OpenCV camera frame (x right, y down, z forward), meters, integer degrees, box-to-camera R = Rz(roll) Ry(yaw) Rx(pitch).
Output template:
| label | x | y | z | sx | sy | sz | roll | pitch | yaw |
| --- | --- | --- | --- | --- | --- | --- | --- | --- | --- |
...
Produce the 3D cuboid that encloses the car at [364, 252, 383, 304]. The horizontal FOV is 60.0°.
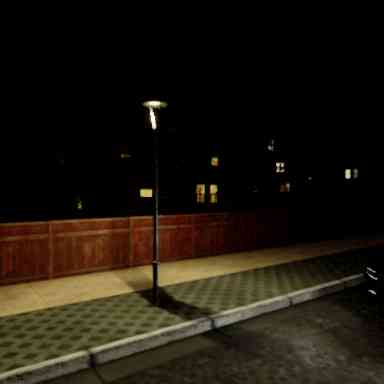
| label | x | y | z | sx | sy | sz | roll | pitch | yaw |
| --- | --- | --- | --- | --- | --- | --- | --- | --- | --- |
| car | 5.612 | 1.475 | 7.069 | 5.008 | 1.535 | 1.882 | 0 | 0 | -35 |
